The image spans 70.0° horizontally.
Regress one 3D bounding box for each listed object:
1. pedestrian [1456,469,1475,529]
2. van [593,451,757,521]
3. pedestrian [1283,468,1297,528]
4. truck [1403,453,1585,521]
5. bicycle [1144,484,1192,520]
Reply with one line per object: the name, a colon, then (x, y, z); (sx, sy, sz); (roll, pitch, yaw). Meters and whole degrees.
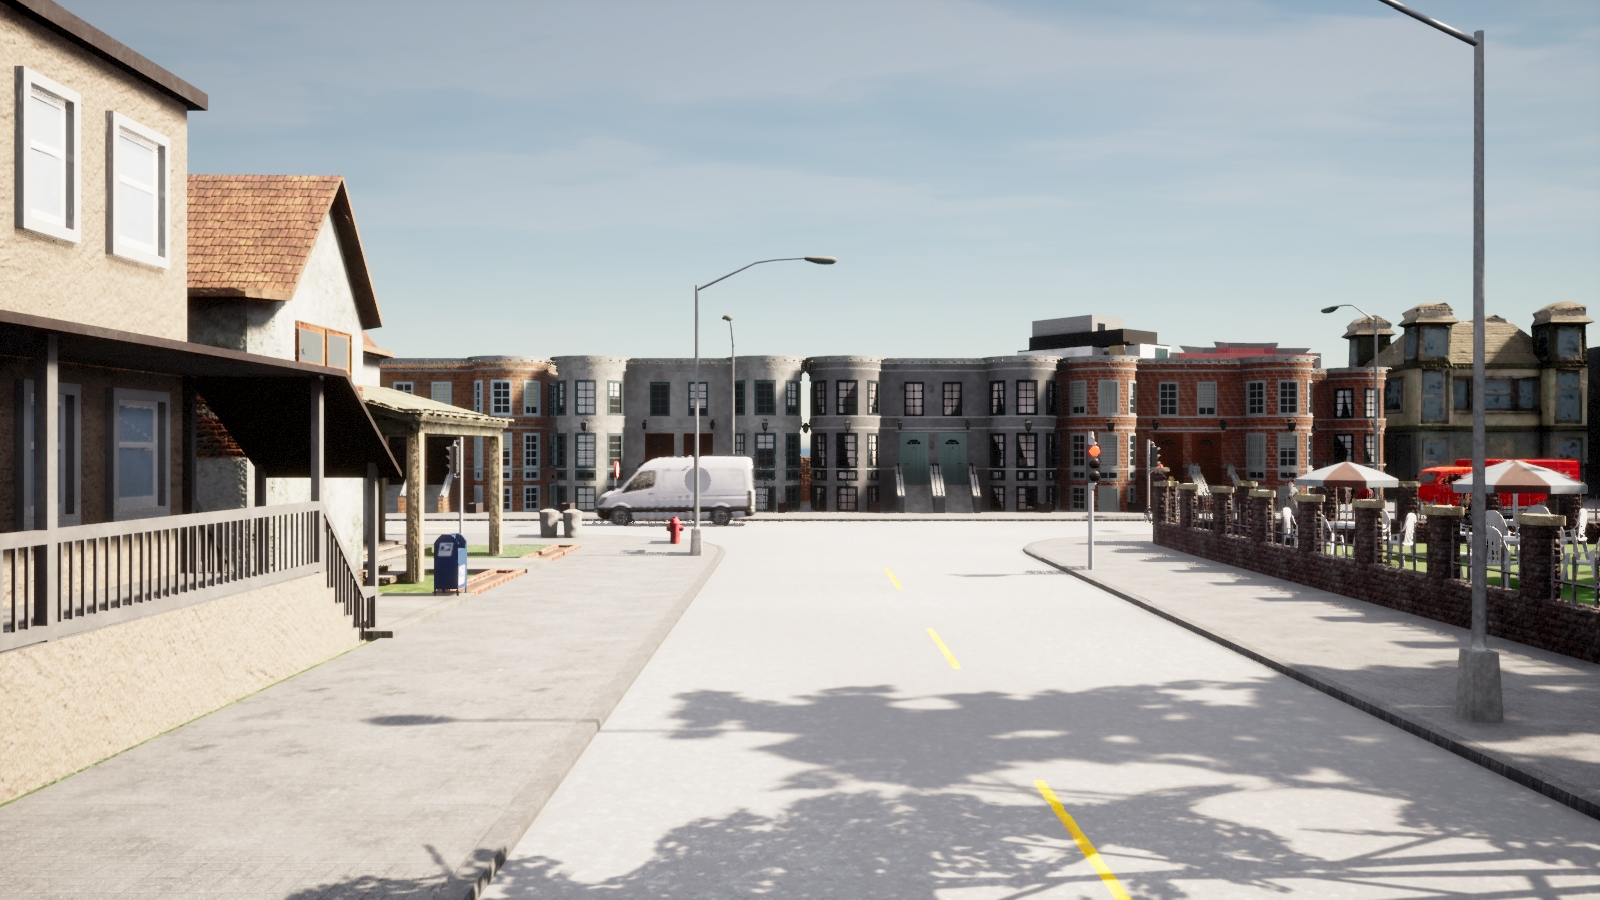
pedestrian: (20.643, 1.517, 35.421); (0.375, 1.860, 0.375); (0, 0, 1)
van: (-4.617, 1.314, 42.754); (5.915, 2.561, 1.988); (0, 0, 0)
pedestrian: (15.509, 1.517, 36.142); (0.375, 1.860, 0.375); (0, 0, 19)
truck: (25.868, 1.347, 42.737); (5.204, 2.467, 2.627); (0, 0, 0)
bicycle: (13.760, 1.936, 42.738); (1.643, 1.296, 0.373); (0, 0, 0)
